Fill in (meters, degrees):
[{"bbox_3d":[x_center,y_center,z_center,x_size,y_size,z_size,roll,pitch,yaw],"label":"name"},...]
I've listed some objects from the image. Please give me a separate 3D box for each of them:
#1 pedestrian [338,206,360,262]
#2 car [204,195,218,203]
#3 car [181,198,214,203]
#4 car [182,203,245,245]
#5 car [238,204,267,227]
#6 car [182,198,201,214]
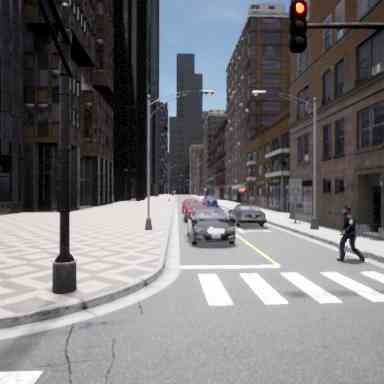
[{"bbox_3d":[5.033,1.302,10.667,0.375,1.860,0.375,0,0,-3],"label":"pedestrian"},{"bbox_3d":[2.530,1.328,48.050,2.097,1.767,4.553,0,0,-2],"label":"car"},{"bbox_3d":[0.330,1.472,25.903,1.882,1.535,5.008,0,0,-3],"label":"car"},{"bbox_3d":[0.785,1.488,15.617,2.128,1.511,4.902,0,0,-4],"label":"car"},{"bbox_3d":[3.682,1.551,23.015,2.033,1.411,5.357,0,0,-2],"label":"car"},{"bbox_3d":[-0.130,1.467,36.247,1.882,1.535,5.008,0,0,-2],"label":"car"}]
